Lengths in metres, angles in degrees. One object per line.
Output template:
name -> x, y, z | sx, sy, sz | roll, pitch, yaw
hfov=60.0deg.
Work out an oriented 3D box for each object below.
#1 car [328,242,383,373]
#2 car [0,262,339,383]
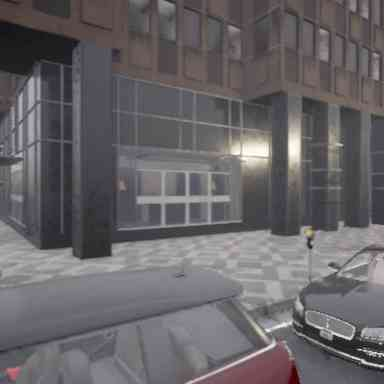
car -> 3.462, 1.528, 5.341 | 4.403, 1.369, 2.008 | 0, 0, -34
car -> -1.158, 1.412, 2.171 | 4.097, 1.590, 1.967 | 0, 0, -34
